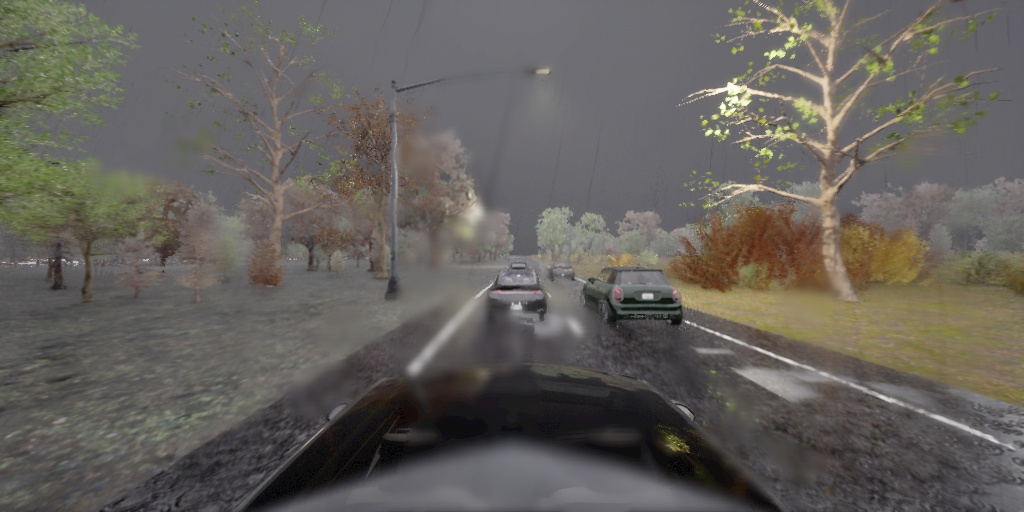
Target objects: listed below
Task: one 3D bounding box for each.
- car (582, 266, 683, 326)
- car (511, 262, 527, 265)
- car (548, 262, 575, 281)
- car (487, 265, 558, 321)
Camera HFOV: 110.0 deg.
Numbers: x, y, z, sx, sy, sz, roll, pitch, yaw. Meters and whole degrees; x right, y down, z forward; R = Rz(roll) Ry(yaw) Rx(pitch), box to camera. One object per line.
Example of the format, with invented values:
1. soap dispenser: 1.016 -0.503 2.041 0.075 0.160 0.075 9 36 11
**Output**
1. car: 3.683 1.108 11.795 2.097 1.767 4.553 0 0 1
2. car: 0.587 1.269 30.273 1.837 1.490 4.892 0 0 2
3. car: 4.081 1.256 30.066 2.128 1.511 4.902 0 0 2
4. car: 0.189 1.247 12.458 2.128 1.511 4.902 0 0 1
